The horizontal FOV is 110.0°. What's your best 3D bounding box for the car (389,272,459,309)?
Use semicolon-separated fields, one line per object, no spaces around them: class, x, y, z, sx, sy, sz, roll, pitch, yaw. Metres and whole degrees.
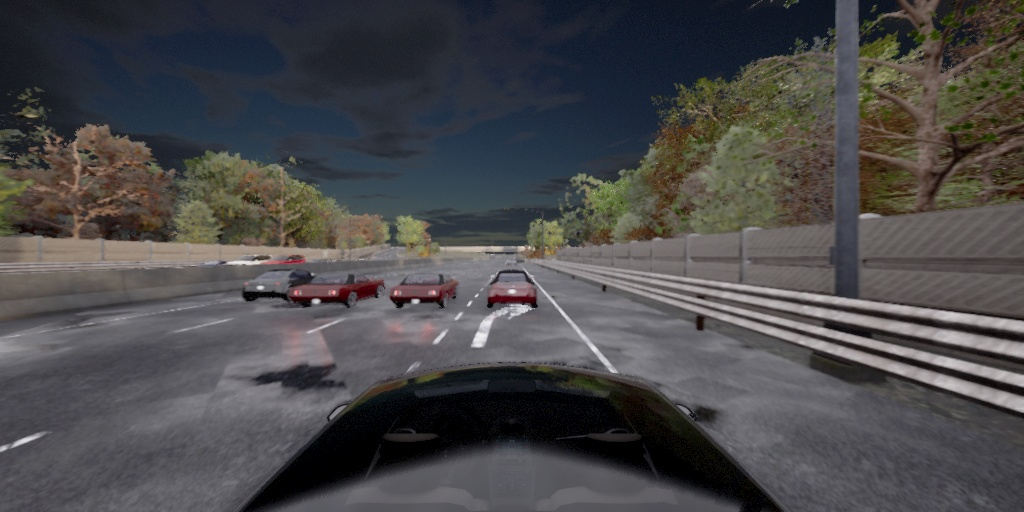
car;-3.390;1.314;14.818;1.895;1.301;4.718;0;0;0

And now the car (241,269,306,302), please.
car;-10.389;1.269;16.817;1.994;1.385;4.181;0;0;0

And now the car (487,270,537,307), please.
car;0.006;1.279;15.223;1.994;1.385;4.181;0;0;0

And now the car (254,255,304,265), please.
car;-24.540;0.884;38.789;2.150;2.045;5.566;0;0;0

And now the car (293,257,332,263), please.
car;-21.046;1.156;39.157;2.128;1.511;4.902;0;0;0

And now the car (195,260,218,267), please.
car;-31.539;1.184;38.356;1.812;1.442;4.674;0;0;0

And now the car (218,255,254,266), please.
car;-28.039;0.882;38.652;2.150;2.045;5.566;0;0;0

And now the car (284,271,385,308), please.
car;-6.891;1.312;14.833;1.895;1.301;4.718;0;0;0
